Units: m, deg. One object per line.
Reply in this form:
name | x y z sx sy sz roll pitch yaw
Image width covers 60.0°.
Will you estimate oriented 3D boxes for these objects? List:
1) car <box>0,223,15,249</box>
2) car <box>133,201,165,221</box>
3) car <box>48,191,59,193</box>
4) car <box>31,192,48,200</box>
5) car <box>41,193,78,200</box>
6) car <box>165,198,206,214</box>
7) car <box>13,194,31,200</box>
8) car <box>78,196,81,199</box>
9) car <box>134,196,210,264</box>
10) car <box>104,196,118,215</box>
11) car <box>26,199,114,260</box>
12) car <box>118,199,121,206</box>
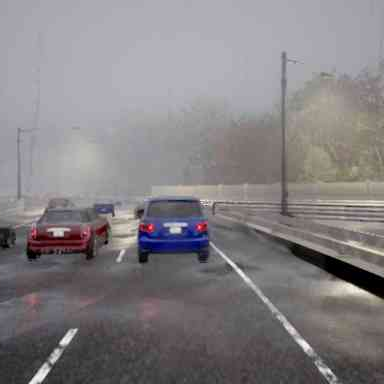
car | -7.751 1.498 11.277 1.812 1.442 4.674 0 0 -6
car | -3.538 1.446 26.825 1.994 1.385 4.181 0 0 -15
car | -33.802 0.818 79.888 5.566 2.045 2.150 0 0 43
car | -36.211 0.969 77.353 4.553 1.767 2.097 0 0 43
car | -11.244 1.255 28.509 2.097 1.767 4.553 0 0 -16
car | -0.735 1.378 33.431 1.994 1.385 4.181 -1 0 -38
car | -38.687 1.136 74.879 4.892 1.490 1.837 0 0 43
car | -25.152 1.279 70.251 2.128 1.511 4.902 0 0 -40
car | -0.748 1.163 11.856 2.150 2.045 5.566 0 0 -6
car | -8.171 1.360 30.521 1.882 1.535 5.008 0 0 -17
car | -4.379 1.307 12.458 2.097 1.767 4.553 0 0 -6
car | -12.003 1.341 49.553 1.994 1.385 4.181 -1 0 -28
